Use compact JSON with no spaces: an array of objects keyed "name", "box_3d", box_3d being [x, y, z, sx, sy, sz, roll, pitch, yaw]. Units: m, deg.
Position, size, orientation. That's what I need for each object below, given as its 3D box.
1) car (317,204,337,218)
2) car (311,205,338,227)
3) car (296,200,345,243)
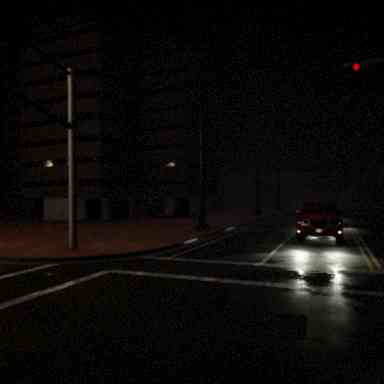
[{"name":"car","box_3d":[15.022,2.063,36.927,1.812,1.442,4.674,-1,-1,23]},{"name":"car","box_3d":[10.983,1.909,27.463,1.837,1.490,4.892,-1,-1,23]},{"name":"car","box_3d":[7.023,1.497,18.172,2.150,2.045,5.566,-1,-1,23]}]
